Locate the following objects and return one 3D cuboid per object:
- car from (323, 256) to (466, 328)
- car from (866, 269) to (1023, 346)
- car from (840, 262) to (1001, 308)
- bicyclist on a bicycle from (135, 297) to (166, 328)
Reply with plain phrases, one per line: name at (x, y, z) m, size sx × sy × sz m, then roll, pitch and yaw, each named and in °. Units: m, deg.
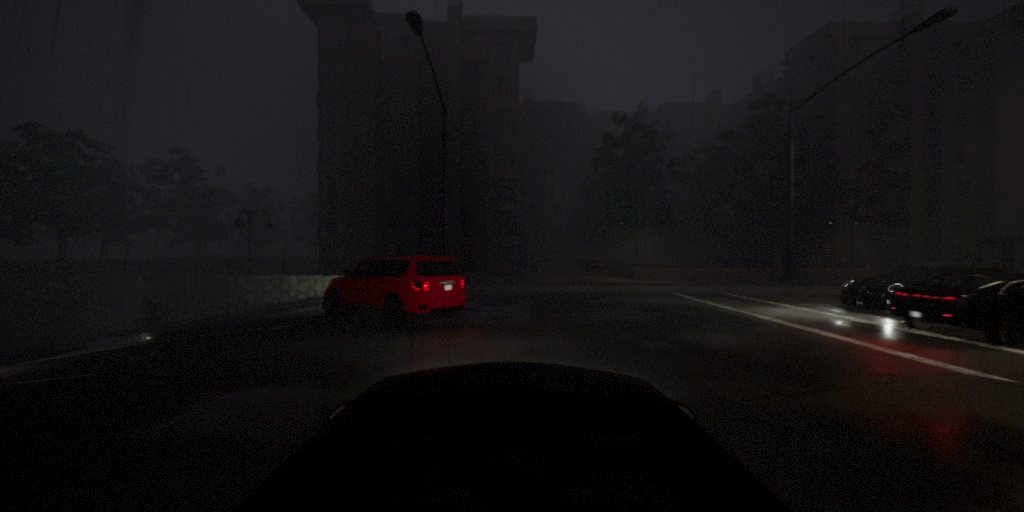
car at (-4.002, 1.030, 11.949) m, size 5.566 × 2.045 × 2.150 m, roll -1°, pitch -1°, yaw 37°
car at (11.940, 1.168, 8.506) m, size 4.902 × 1.511 × 2.128 m, roll 0°, pitch 0°, yaw -1°
car at (13.997, 1.001, 12.095) m, size 4.553 × 1.767 × 2.097 m, roll 0°, pitch 1°, yaw 1°
bicyclist on a bicycle at (-20.054, 3.100, 19.851) m, size 0.582 × 1.620 × 1.656 m, roll -8°, pitch 1°, yaw 2°
